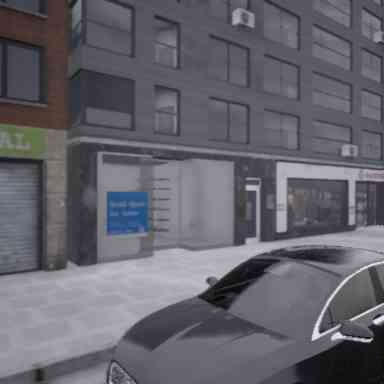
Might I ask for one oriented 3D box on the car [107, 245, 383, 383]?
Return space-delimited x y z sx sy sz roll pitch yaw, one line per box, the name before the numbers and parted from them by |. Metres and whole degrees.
car | 1.423 1.502 4.085 4.892 1.490 1.837 0 0 -35
